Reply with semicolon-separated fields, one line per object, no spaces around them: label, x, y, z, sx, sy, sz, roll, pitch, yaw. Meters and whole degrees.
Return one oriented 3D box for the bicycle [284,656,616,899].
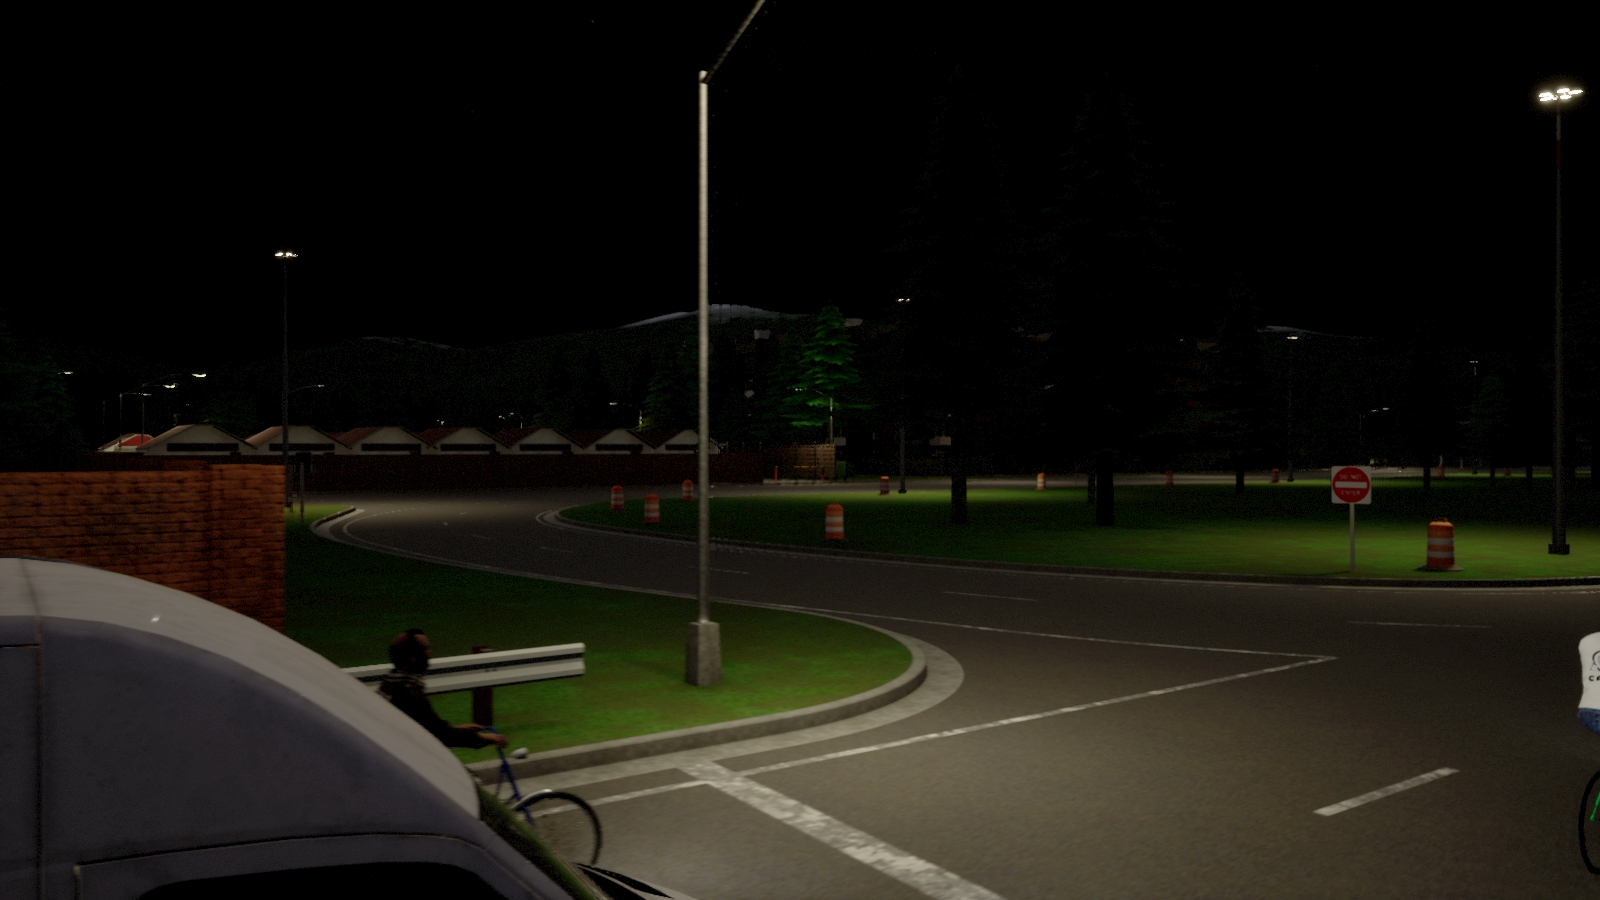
bicycle;-1.986;2.056;6.667;1.835;1.471;0.329;0;0;-35

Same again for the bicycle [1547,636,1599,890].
bicycle;5.677;2.045;7.819;1.643;1.496;0.373;0;0;-35

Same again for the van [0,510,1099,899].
van;-2.160;1.533;2.246;5.915;2.561;1.988;0;0;-35
